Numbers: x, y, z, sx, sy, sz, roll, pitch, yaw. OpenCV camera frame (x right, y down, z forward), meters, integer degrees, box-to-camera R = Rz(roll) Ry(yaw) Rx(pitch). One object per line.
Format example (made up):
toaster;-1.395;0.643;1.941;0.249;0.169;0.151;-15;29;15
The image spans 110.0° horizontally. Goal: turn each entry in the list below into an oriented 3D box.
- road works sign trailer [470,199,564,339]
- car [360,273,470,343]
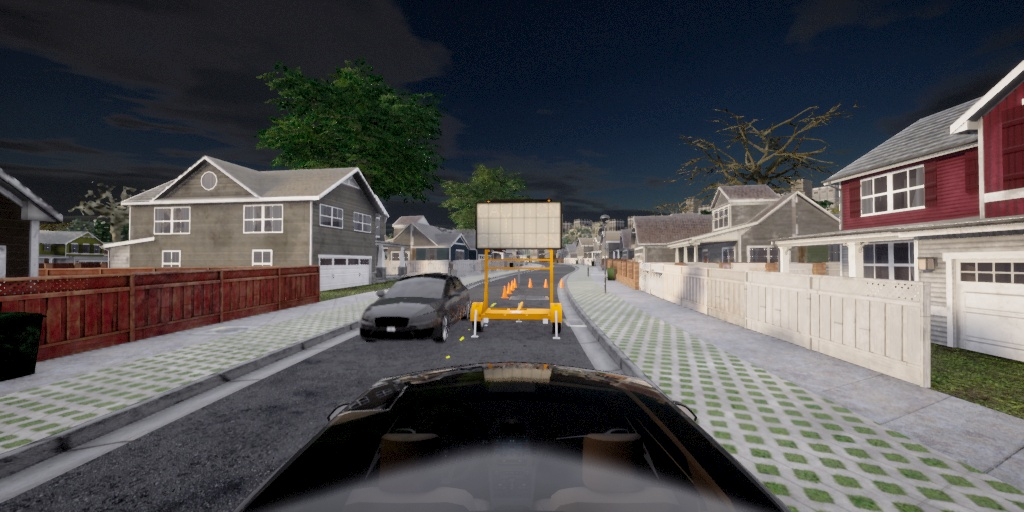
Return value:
road works sign trailer;0.200;0.219;10.121;2.380;3.560;2.880;0;0;5
car;-2.351;1.261;9.824;1.837;1.490;4.892;0;0;4
